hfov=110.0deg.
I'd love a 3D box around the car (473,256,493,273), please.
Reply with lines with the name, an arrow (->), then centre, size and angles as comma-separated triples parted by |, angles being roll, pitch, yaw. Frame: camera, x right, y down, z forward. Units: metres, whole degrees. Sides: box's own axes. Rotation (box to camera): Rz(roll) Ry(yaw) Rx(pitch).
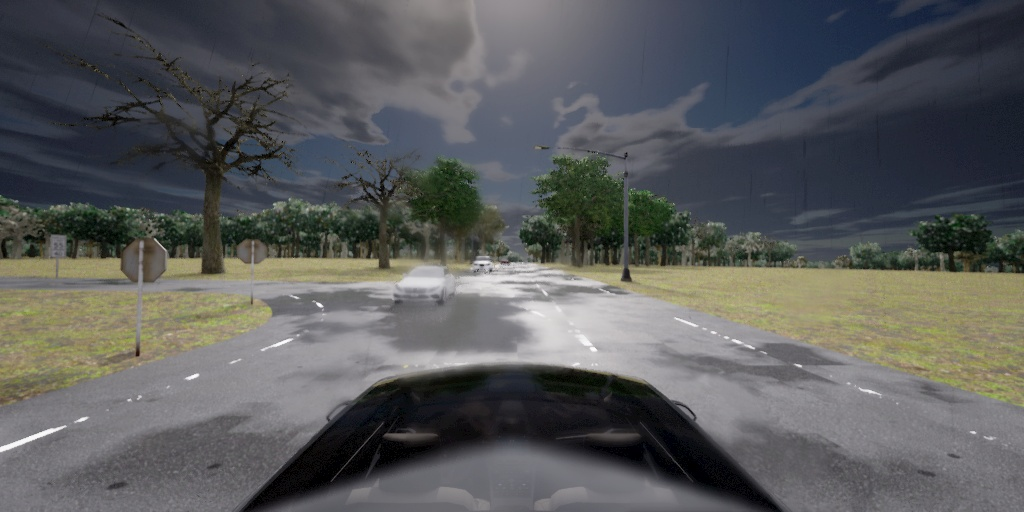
car -> -3.607, 1.034, 45.230 | 2.150, 2.045, 5.566 | 0, 0, 0

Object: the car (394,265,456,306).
car -> -3.517, 1.133, 15.264 | 1.812, 1.442, 4.674 | 1, 1, 0
